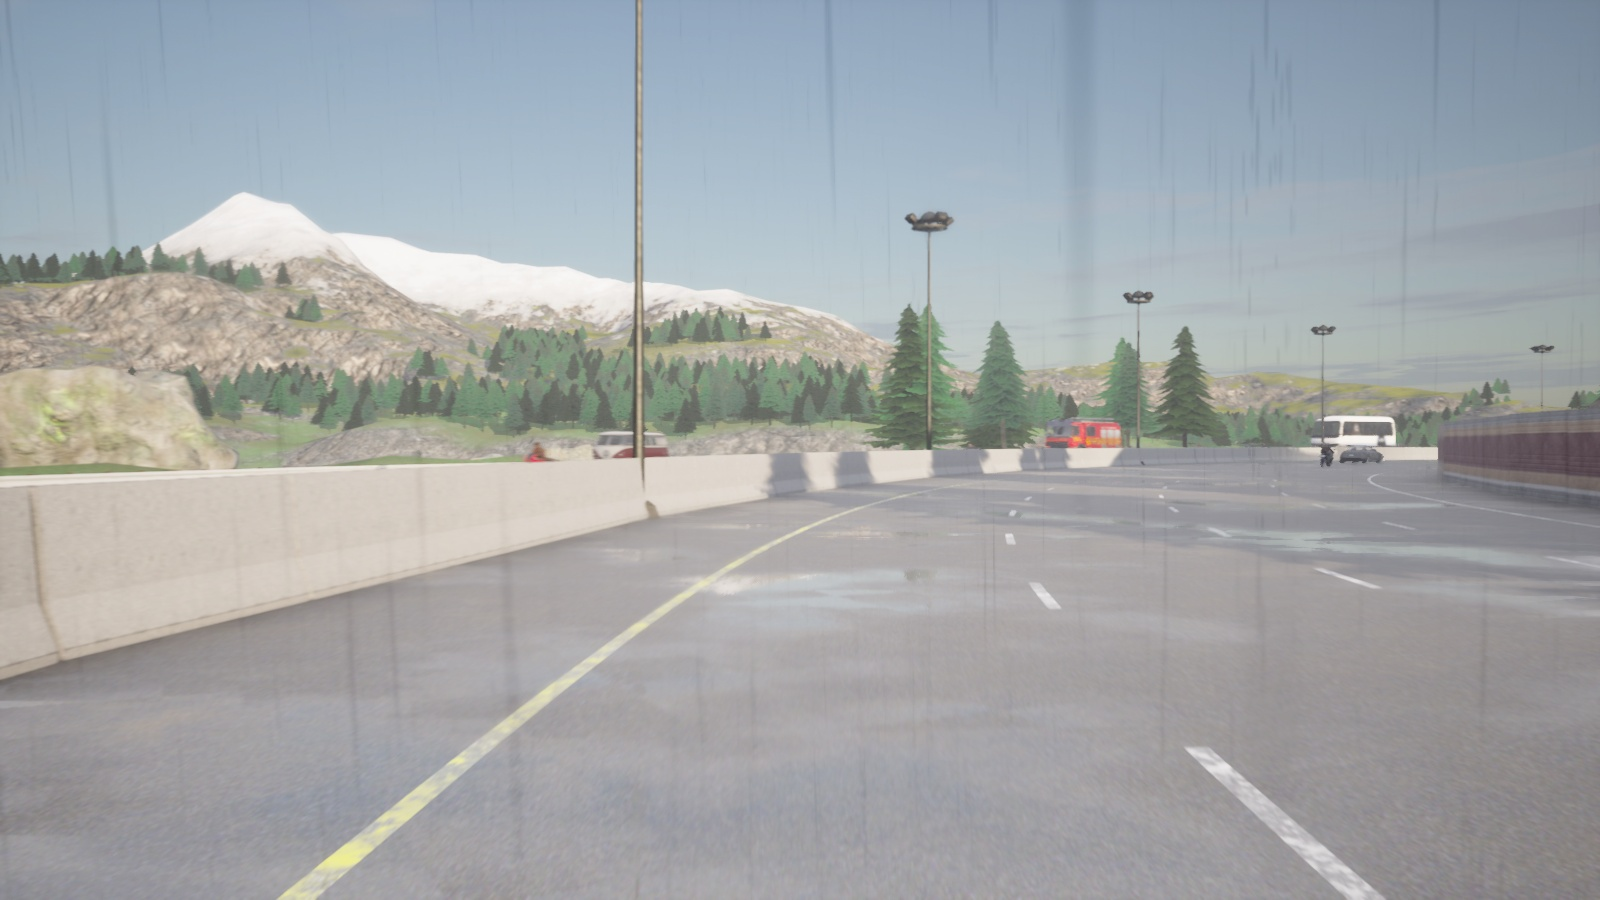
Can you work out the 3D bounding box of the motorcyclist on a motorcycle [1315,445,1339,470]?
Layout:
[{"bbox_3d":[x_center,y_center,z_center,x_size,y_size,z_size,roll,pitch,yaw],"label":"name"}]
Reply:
[{"bbox_3d":[33.102,0.452,78.890,0.866,1.530,2.191,1,1,36],"label":"motorcyclist on a motorcycle"}]

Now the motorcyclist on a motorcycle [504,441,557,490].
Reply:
[{"bbox_3d":[-8.555,0.476,39.966,0.797,1.523,2.044,1,1,15],"label":"motorcyclist on a motorcycle"}]

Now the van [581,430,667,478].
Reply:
[{"bbox_3d":[-7.557,0.170,54.375,1.775,1.987,4.442,0,0,20],"label":"van"}]
